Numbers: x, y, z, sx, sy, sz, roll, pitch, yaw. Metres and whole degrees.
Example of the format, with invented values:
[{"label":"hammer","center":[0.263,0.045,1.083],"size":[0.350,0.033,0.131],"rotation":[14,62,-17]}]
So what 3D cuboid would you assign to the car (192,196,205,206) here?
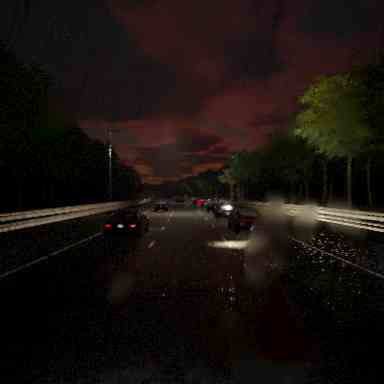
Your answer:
[{"label":"car","center":[1.797,1.859,64.858],"size":[2.150,2.045,5.566],"rotation":[0,-1,-3]}]

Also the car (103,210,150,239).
[{"label":"car","center":[-3.518,1.720,18.590],"size":[2.033,1.411,5.357],"rotation":[0,-1,-1]}]

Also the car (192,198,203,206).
[{"label":"car","center":[1.163,2.250,75.886],"size":[2.128,1.511,4.902],"rotation":[0,-1,-4]}]

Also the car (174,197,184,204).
[{"label":"car","center":[-2.968,2.231,85.931],"size":[2.033,1.411,5.357],"rotation":[0,-1,-4]}]

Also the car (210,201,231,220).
[{"label":"car","center":[3.105,1.852,31.613],"size":[1.994,1.385,4.181],"rotation":[0,-1,-1]}]

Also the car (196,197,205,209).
[{"label":"car","center":[2.335,2.010,53.759],"size":[2.128,1.511,4.902],"rotation":[0,-1,-3]}]

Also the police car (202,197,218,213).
[{"label":"police car","center":[2.766,1.827,42.799],"size":[1.930,1.638,5.238],"rotation":[0,-1,-2]}]

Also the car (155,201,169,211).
[{"label":"car","center":[-4.285,2.010,47.516],"size":[2.033,1.411,5.357],"rotation":[0,-1,-2]}]

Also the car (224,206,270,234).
[{"label":"car","center":[3.338,1.782,20.566],"size":[1.895,1.301,4.718],"rotation":[0,-1,-1]}]
